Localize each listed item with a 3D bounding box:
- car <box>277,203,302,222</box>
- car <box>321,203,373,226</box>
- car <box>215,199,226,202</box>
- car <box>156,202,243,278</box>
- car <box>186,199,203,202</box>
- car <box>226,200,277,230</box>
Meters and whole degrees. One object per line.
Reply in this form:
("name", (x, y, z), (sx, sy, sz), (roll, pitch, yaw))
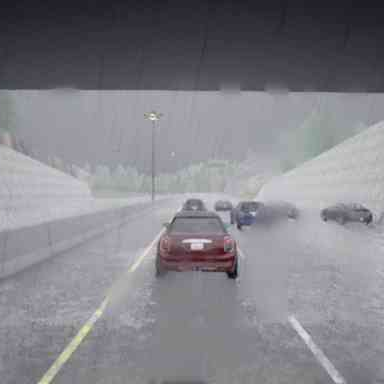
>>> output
("car", (7.189, 1.558, 26.820), (2.033, 1.411, 5.357), (0, 0, 0))
("car", (10.677, 1.509, 23.327), (2.128, 1.511, 4.902), (0, 0, 0))
("car", (3.733, 1.566, 39.500), (1.994, 1.385, 4.181), (0, 0, 0))
("car", (0.133, 1.351, 10.287), (2.097, 1.767, 4.553), (0, 0, 0))
("car", (0.196, 1.349, 28.658), (2.097, 1.767, 4.553), (0, 0, 0))
("car", (3.671, 1.356, 21.361), (2.097, 1.767, 4.553), (0, 0, 0))
